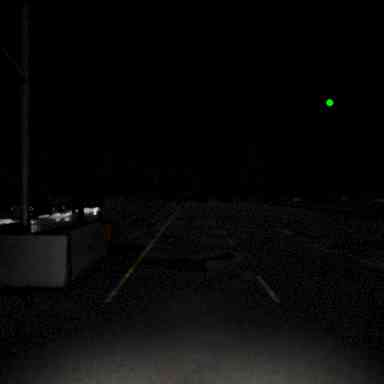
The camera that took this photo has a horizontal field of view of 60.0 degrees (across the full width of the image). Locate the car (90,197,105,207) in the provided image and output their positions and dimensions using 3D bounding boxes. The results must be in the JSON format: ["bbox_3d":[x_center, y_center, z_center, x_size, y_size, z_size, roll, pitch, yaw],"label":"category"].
[{"bbox_3d":[-14.189,1.464,49.171,2.128,1.511,4.902,0,0,-3],"label":"car"}]

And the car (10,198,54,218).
[{"bbox_3d":[-14.069,1.335,29.472,2.097,1.767,4.553,0,0,0],"label":"car"}]

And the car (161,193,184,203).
[{"bbox_3d":[-4.238,1.175,70.019,2.150,2.045,5.566,0,0,-22],"label":"car"}]

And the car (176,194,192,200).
[{"bbox_3d":[-2.023,1.256,82.920,1.882,1.535,5.008,0,0,-30],"label":"car"}]

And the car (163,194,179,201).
[{"bbox_3d":[-5.172,1.258,81.393,1.882,1.535,5.008,0,0,-30],"label":"car"}]

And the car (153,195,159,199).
[{"bbox_3d":[-8.336,1.379,79.892,1.895,1.301,4.718,0,0,-30],"label":"car"}]

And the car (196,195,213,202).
[{"bbox_3d":[2.020,1.486,73.278,2.033,1.411,5.357,0,0,-22],"label":"car"}]

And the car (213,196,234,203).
[{"bbox_3d":[6.931,1.492,69.458,2.033,1.411,5.357,0,0,-18],"label":"car"}]

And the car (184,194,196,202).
[{"bbox_3d":[-1.295,1.471,72.154,1.812,1.442,4.674,0,0,-22],"label":"car"}]

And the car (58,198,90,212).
[{"bbox_3d":[-14.018,1.469,38.861,2.128,1.511,4.902,0,0,1],"label":"car"}]

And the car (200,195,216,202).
[{"bbox_3d":[3.815,1.473,78.472,1.812,1.442,4.674,0,0,-26],"label":"car"}]
